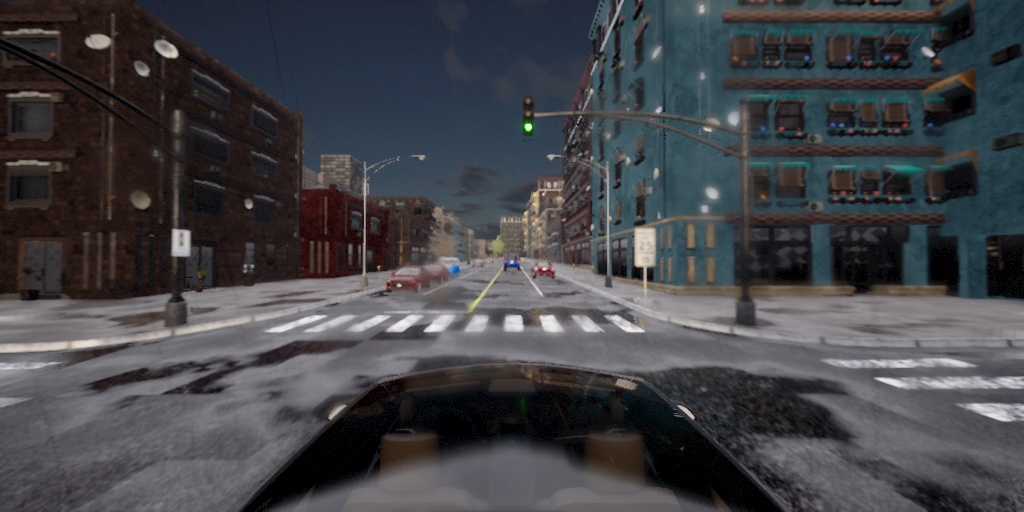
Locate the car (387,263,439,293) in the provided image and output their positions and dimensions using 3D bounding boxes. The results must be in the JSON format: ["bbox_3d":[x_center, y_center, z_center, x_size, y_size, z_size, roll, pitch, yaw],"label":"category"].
[{"bbox_3d":[-5.764,1.261,20.588,1.888,1.381,4.507,0,0,0],"label":"car"}]

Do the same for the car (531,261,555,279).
[{"bbox_3d":[2.695,1.134,32.017,1.967,1.591,4.097,0,0,0],"label":"car"}]

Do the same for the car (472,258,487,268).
[{"bbox_3d":[-5.683,1.227,60.390,1.802,1.307,4.207,0,0,0],"label":"car"}]

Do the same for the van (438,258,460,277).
[{"bbox_3d":[-5.686,1.036,31.957,1.690,1.789,3.998,0,0,0],"label":"van"}]

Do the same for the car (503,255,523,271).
[{"bbox_3d":[0.005,0.887,47.869,2.150,2.045,5.566,0,0,0],"label":"car"}]

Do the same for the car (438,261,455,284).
[{"bbox_3d":[-5.687,1.250,26.269,1.888,1.381,4.507,0,0,0],"label":"car"}]
